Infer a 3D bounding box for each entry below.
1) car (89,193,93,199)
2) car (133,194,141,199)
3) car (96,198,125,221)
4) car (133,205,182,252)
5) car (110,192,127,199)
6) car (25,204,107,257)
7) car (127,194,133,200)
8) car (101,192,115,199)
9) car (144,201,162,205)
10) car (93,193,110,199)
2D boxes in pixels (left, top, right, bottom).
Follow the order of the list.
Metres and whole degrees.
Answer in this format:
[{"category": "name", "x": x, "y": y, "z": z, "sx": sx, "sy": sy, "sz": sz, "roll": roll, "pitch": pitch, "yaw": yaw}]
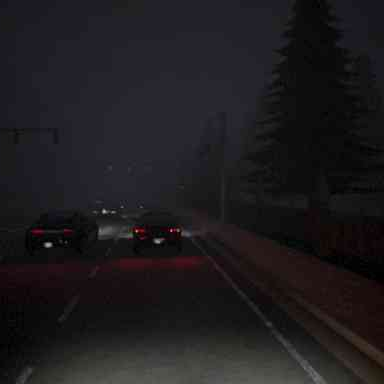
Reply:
[{"category": "car", "x": -25.241, "y": 1.025, "z": 86.622, "sx": 2.097, "sy": 1.767, "sz": 4.553, "roll": 0, "pitch": 0, "yaw": -33}, {"category": "car", "x": -15.497, "y": 1.258, "z": 90.896, "sx": 1.837, "sy": 1.490, "sz": 4.892, "roll": 0, "pitch": 0, "yaw": -33}, {"category": "car", "x": -6.615, "y": 1.490, "z": 26.455, "sx": 2.033, "sy": 1.411, "sz": 5.357, "roll": 0, "pitch": 0, "yaw": -7}, {"category": "car", "x": -1.450, "y": 1.483, "z": 13.715, "sx": 1.812, "sy": 1.442, "sz": 4.674, "roll": 0, "pitch": 0, "yaw": -7}, {"category": "car", "x": -16.369, "y": 1.051, "z": 74.051, "sx": 2.150, "sy": 2.045, "sz": 5.566, "roll": 0, "pitch": 0, "yaw": -7}, {"category": "car", "x": -4.895, "y": 1.473, "z": 13.052, "sx": 2.128, "sy": 1.511, "sz": 4.902, "roll": 0, "pitch": 0, "yaw": -7}, {"category": "car", "x": -18.311, "y": 1.138, "z": 88.793, "sx": 2.097, "sy": 1.767, "sz": 4.553, "roll": 0, "pitch": 0, "yaw": -33}, {"category": "car", "x": -22.395, "y": 0.992, "z": 88.656, "sx": 2.097, "sy": 1.767, "sz": 4.553, "roll": 0, "pitch": 0, "yaw": -33}, {"category": "car", "x": -3.143, "y": 1.467, "z": 26.893, "sx": 2.033, "sy": 1.411, "sz": 5.357, "roll": 0, "pitch": 0, "yaw": -7}, {"category": "car", "x": -19.622, "y": 1.406, "z": 72.083, "sx": 1.994, "sy": 1.385, "sz": 4.181, "roll": 0, "pitch": 0, "yaw": -7}]
